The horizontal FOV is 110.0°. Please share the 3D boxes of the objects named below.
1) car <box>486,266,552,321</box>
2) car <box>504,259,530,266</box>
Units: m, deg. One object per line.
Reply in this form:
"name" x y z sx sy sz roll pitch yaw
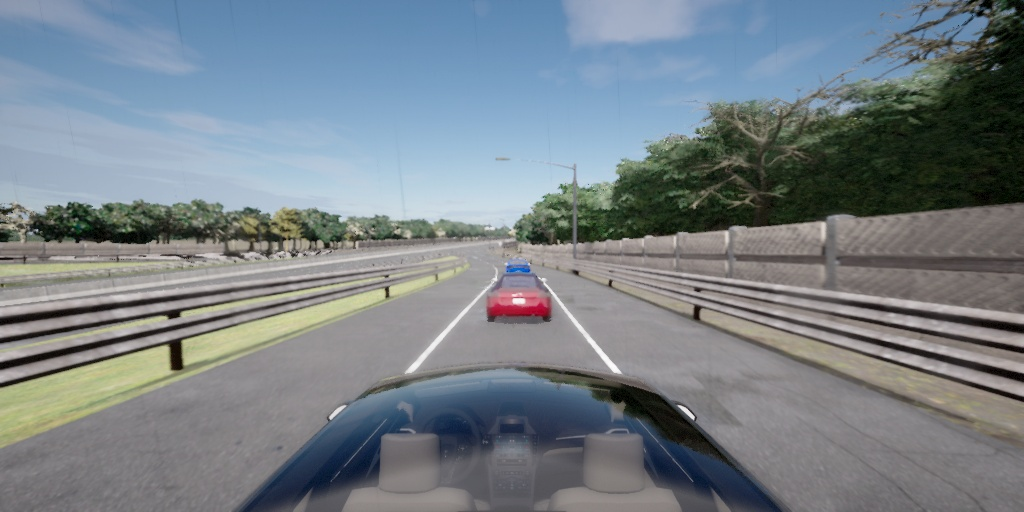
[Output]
"car" 0.245 1.222 12.113 1.994 1.385 4.181 0 1 1
"car" 0.423 0.986 28.429 1.882 1.535 5.008 0 1 0
